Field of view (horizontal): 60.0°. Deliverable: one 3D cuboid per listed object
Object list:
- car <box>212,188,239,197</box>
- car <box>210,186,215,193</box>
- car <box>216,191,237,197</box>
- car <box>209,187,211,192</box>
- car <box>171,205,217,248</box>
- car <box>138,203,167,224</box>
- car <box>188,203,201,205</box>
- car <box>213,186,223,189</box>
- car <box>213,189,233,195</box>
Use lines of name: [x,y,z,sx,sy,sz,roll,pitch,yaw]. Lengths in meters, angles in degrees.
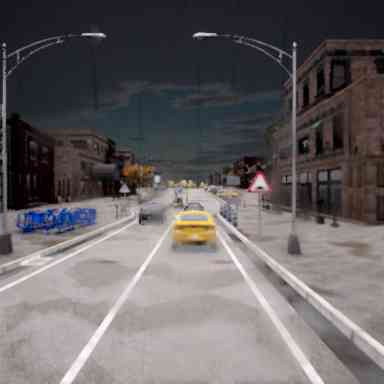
car: [7.999,0.490,76.538,5.366,1.575,1.946,0,2,-1]
car: [8.116,-0.078,84.793,5.566,2.045,2.435,0,2,-1]
car: [8.156,0.423,79.297,4.674,1.452,2.002,0,2,-1]
car: [7.995,-0.113,93.065,4.892,1.521,2.231,0,2,-1]
car: [0.094,1.606,15.523,1.882,1.535,5.008,0,0,0]
car: [-3.043,1.619,26.421,1.882,1.535,5.008,0,-1,0]
car: [0.225,1.701,31.113,1.994,1.385,4.181,0,0,2]
car: [8.088,0.151,82.044,4.553,1.767,2.185,0,2,-1]
car: [8.059,0.074,87.556,5.008,1.535,2.097,0,2,-1]
